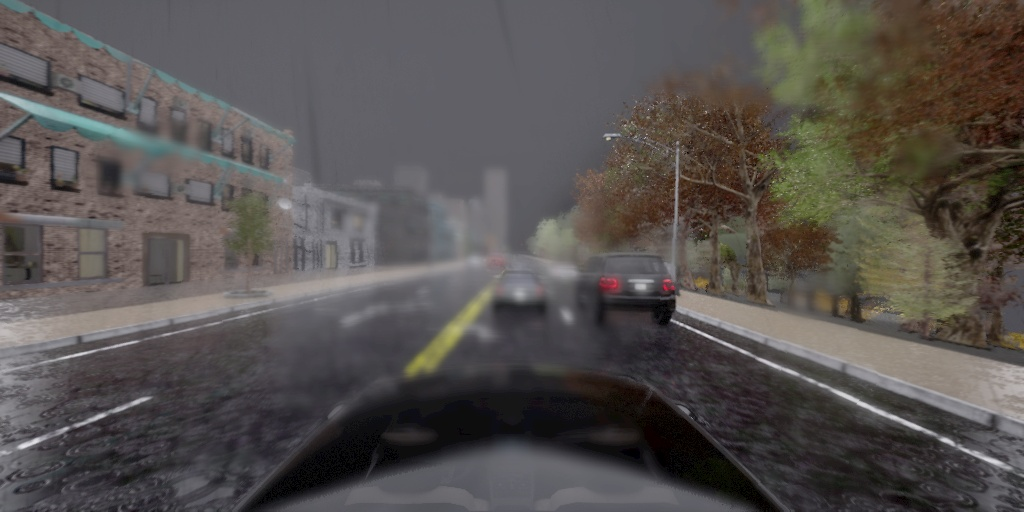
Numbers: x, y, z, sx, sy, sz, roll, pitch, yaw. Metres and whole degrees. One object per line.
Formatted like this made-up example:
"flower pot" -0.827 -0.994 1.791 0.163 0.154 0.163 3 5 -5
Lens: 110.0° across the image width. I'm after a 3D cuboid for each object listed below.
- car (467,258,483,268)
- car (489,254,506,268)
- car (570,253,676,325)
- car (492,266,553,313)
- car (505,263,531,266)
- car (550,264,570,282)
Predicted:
"car" -5.282 0.946 51.767 1.812 1.442 4.674 1 0 2
"car" -2.041 0.698 51.287 2.150 2.045 5.566 1 0 2
"car" 3.525 0.971 12.118 2.150 2.045 5.566 1 -1 2
"car" 0.325 1.259 13.812 1.994 1.385 4.181 1 0 2
"car" 0.716 1.235 28.266 1.895 1.301 4.718 1 0 2
"car" 3.964 1.289 28.164 1.895 1.301 4.718 1 0 2
